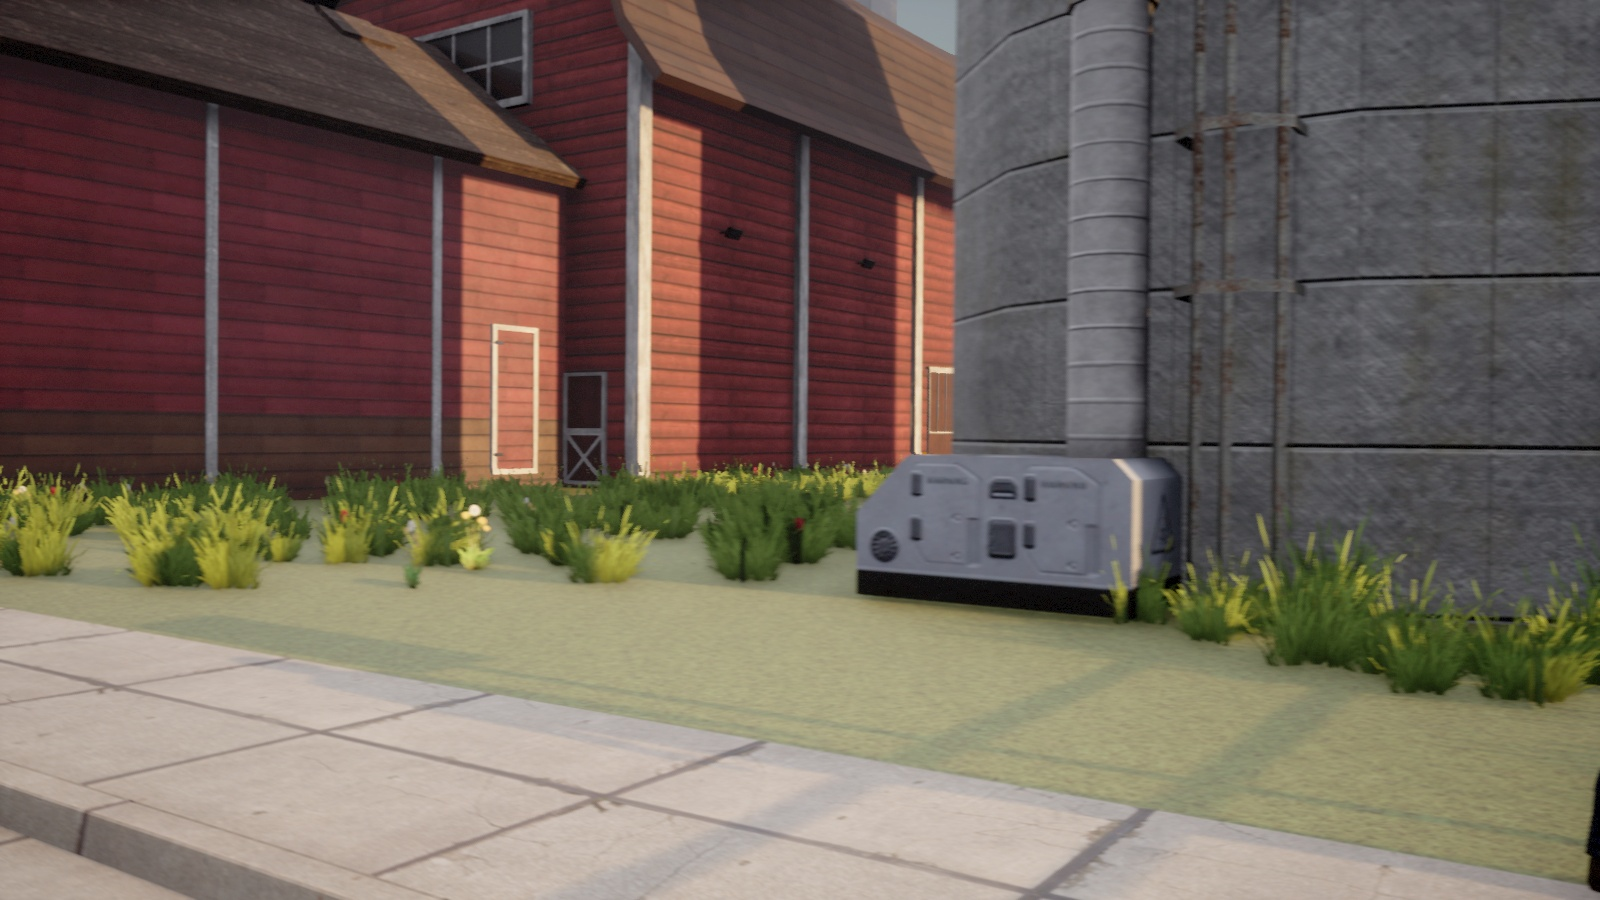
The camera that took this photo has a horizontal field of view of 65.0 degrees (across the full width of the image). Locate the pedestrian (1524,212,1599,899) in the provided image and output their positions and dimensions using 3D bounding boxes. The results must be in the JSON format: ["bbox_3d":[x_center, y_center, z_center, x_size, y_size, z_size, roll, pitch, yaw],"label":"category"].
[{"bbox_3d":[2.506,0.316,3.512,0.788,1.949,0.423,0,1,36],"label":"pedestrian"}]
